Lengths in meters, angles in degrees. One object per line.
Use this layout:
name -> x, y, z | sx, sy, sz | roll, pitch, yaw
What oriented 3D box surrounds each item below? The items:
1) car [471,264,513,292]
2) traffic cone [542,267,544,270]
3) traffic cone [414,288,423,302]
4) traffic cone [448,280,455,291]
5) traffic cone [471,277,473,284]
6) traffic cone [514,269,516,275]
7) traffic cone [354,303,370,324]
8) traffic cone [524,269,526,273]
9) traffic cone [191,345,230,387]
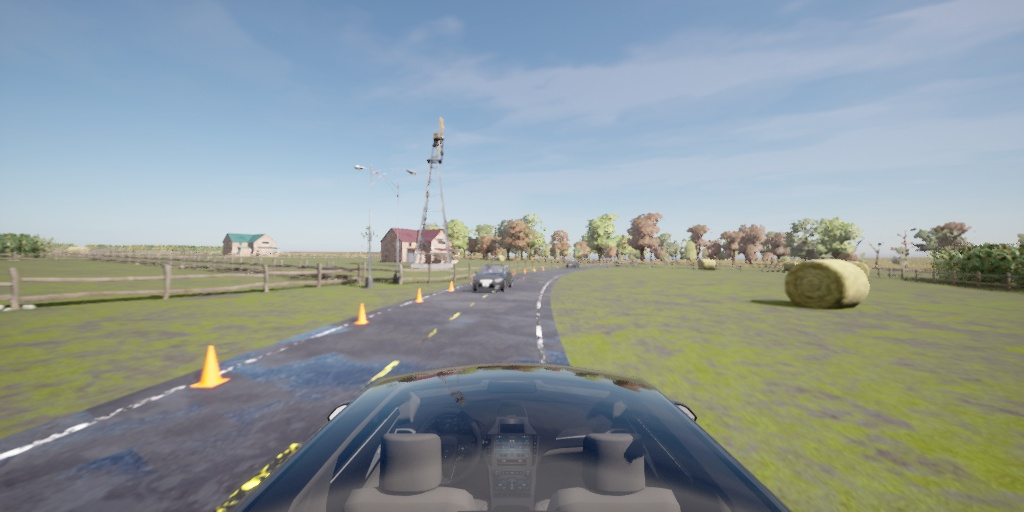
car -> -1.064, 1.262, 21.438 | 2.128, 1.511, 4.902 | 0, 0, 8
traffic cone -> 4.804, 1.911, 55.257 | 0.340, 0.580, 0.340 | 0, 0, 20
traffic cone -> -4.067, 1.703, 15.718 | 0.340, 0.580, 0.340 | 0, 0, 5
traffic cone -> -3.514, 1.713, 20.767 | 0.340, 0.580, 0.340 | 0, 0, 7
traffic cone -> -2.801, 1.728, 25.795 | 0.340, 0.580, 0.340 | 0, 0, 9
traffic cone -> 0.295, 1.803, 40.709 | 0.340, 0.580, 0.340 | 0, 0, 14
traffic cone -> -4.457, 1.694, 10.654 | 0.340, 0.580, 0.340 | 0, 0, 4
traffic cone -> 1.643, 1.838, 45.606 | 0.340, 0.580, 0.340 | 0, 0, 16
traffic cone -> -4.687, 1.687, 5.581 | 0.340, 0.580, 0.340 | 0, 0, 2
